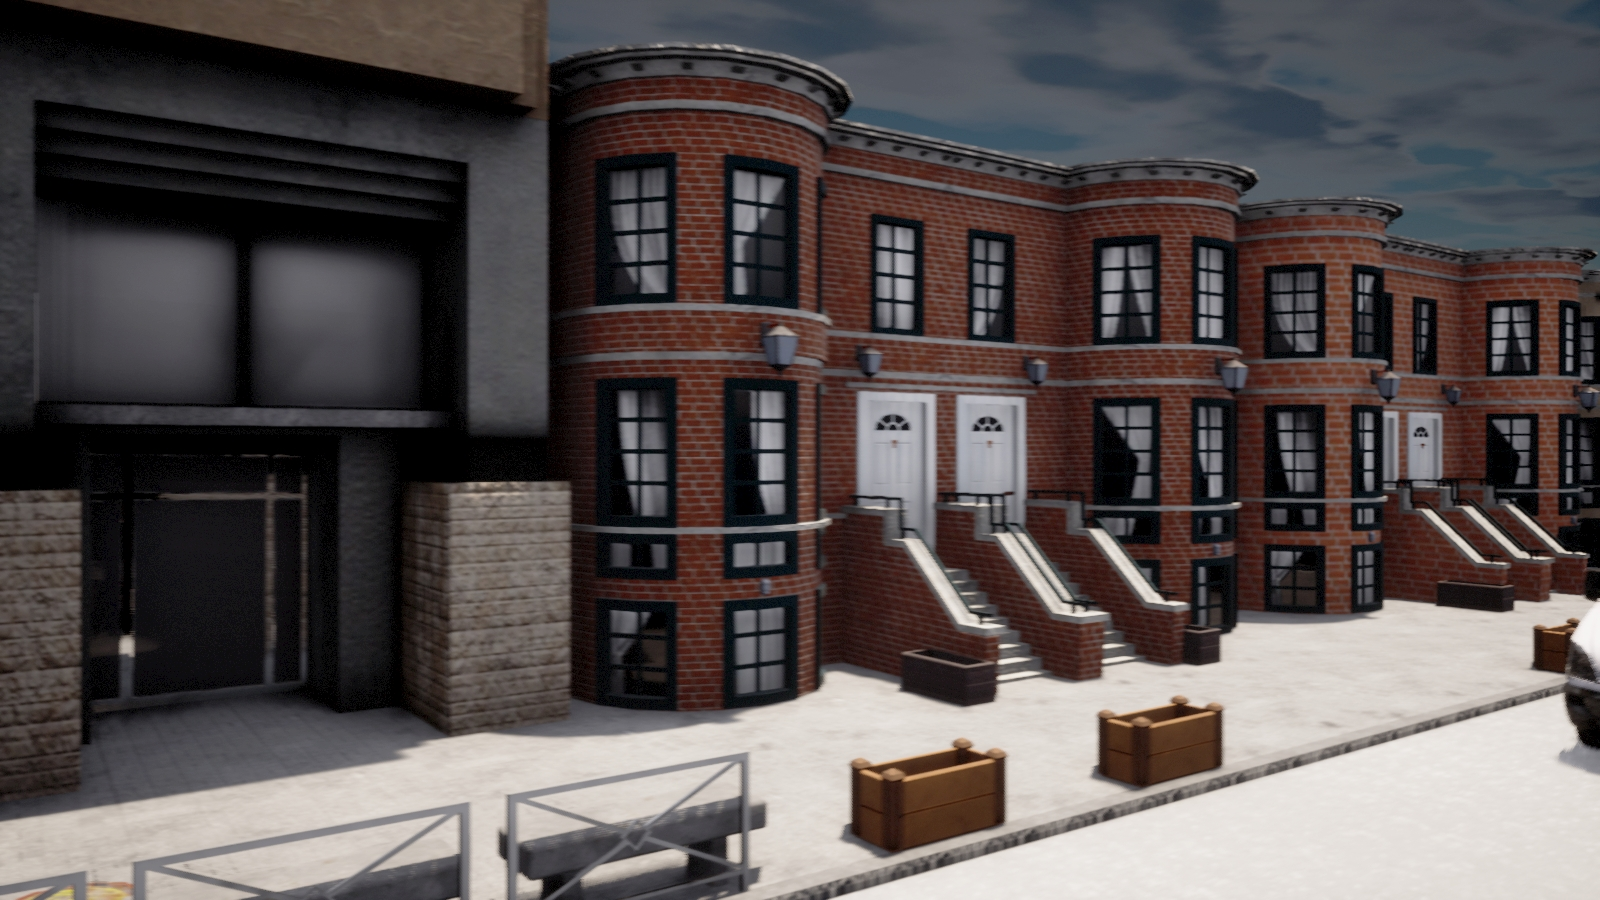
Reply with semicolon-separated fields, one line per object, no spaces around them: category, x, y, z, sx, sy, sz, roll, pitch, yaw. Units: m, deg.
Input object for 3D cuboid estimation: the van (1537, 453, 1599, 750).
van;9.629;1.314;11.180;5.915;2.561;1.988;0;0;-35
